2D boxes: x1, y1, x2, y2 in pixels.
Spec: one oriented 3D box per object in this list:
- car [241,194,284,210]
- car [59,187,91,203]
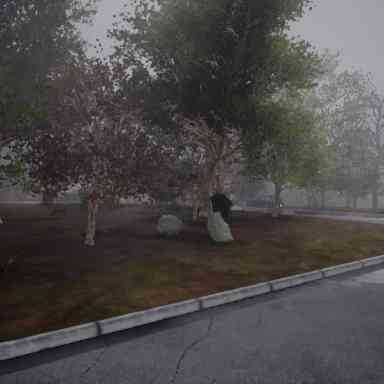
[{"bbox_3d":[7.203,1.019,34.415,1.837,1.490,4.892,1,0,-37],"label":"car"},{"bbox_3d":[-13.708,0.374,41.401,5.566,2.045,2.150,1,-1,-25],"label":"car"}]
